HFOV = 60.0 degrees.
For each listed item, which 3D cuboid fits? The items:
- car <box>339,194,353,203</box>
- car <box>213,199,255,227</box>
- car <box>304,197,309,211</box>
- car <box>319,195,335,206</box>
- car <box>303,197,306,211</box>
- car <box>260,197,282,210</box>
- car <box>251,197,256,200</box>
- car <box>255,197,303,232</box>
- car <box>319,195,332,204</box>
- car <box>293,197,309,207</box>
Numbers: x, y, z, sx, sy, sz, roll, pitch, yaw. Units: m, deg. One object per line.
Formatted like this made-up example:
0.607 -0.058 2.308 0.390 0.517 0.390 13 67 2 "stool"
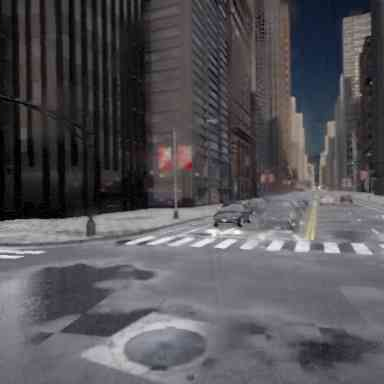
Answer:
26.333 1.116 56.920 1.837 1.490 4.892 -1 0 21 "car"
2.826 1.493 22.679 1.837 1.490 4.892 -1 0 21 "car"
11.830 1.418 37.354 1.994 1.385 4.181 -1 0 21 "car"
19.777 1.251 48.735 1.812 1.442 4.674 -1 0 21 "car"
8.289 1.430 27.977 1.812 1.442 4.674 -1 0 21 "car"
10.037 1.433 41.816 2.033 1.411 5.357 -1 0 21 "car"
6.401 1.291 32.182 2.097 1.767 4.553 -1 0 21 "car"
5.252 1.298 19.734 2.097 1.767 4.553 -1 0 19 "car"
23.261 1.209 57.982 2.033 1.411 5.357 -1 0 21 "car"
15.381 1.399 46.721 1.895 1.301 4.718 -1 0 21 "car"
